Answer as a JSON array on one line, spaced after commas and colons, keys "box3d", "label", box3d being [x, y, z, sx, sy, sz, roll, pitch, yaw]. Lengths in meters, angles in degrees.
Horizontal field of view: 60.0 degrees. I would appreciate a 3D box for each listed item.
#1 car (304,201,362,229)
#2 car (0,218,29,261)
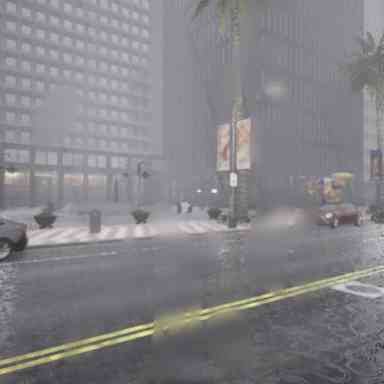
[{"box3d": [9.967, 1.538, 23.417, 4.553, 1.767, 2.185, 1, 0, -36], "label": "car"}, {"box3d": [-7.925, 1.510, 10.733, 4.786, 1.482, 2.161, 1, 0, -36], "label": "car"}]
